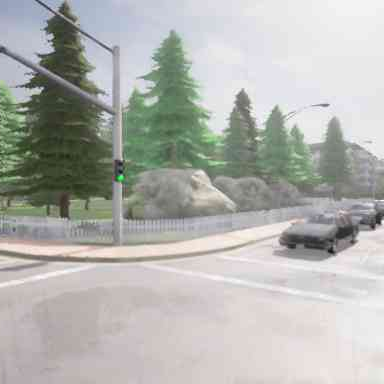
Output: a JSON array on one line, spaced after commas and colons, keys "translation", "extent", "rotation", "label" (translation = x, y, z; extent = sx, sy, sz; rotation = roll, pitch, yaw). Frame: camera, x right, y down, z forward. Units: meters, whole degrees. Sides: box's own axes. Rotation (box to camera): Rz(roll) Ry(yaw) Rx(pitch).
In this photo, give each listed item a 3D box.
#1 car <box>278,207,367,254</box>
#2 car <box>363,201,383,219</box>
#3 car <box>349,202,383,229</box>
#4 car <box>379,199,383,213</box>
[{"translation": [5.512, 1.540, 13.915], "extent": [2.033, 1.411, 5.357], "rotation": [0, 0, 39], "label": "car"}, {"translation": [16.334, 1.528, 28.883], "extent": [1.994, 1.385, 4.181], "rotation": [0, 0, 37], "label": "car"}, {"translation": [11.102, 1.469, 21.667], "extent": [2.128, 1.511, 4.902], "rotation": [0, 0, 36], "label": "car"}, {"translation": [22.446, 1.495, 37.303], "extent": [2.033, 1.411, 5.357], "rotation": [0, 0, 36], "label": "car"}]
